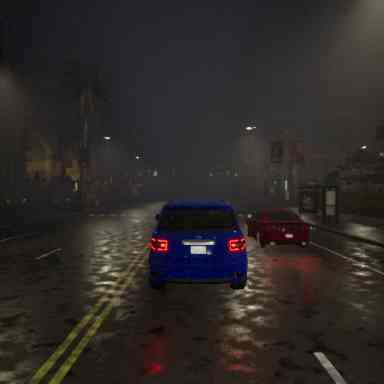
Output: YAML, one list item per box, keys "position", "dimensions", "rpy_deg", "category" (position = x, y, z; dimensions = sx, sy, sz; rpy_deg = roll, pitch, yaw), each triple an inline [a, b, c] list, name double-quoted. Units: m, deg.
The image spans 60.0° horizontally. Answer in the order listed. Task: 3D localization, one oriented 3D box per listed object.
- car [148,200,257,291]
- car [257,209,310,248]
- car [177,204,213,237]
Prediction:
- position: [0.121, 1.221, 9.156]
  dimensions: [2.150, 2.045, 5.566]
  rpy_deg: [0, 0, 0]
  category: "car"
- position: [3.640, 1.477, 14.906]
  dimensions: [1.882, 1.535, 5.008]
  rpy_deg: [0, 0, 0]
  category: "car"
- position: [0.147, 1.506, 19.166]
  dimensions: [1.837, 1.490, 4.892]
  rpy_deg: [0, 0, 0]
  category: "car"
